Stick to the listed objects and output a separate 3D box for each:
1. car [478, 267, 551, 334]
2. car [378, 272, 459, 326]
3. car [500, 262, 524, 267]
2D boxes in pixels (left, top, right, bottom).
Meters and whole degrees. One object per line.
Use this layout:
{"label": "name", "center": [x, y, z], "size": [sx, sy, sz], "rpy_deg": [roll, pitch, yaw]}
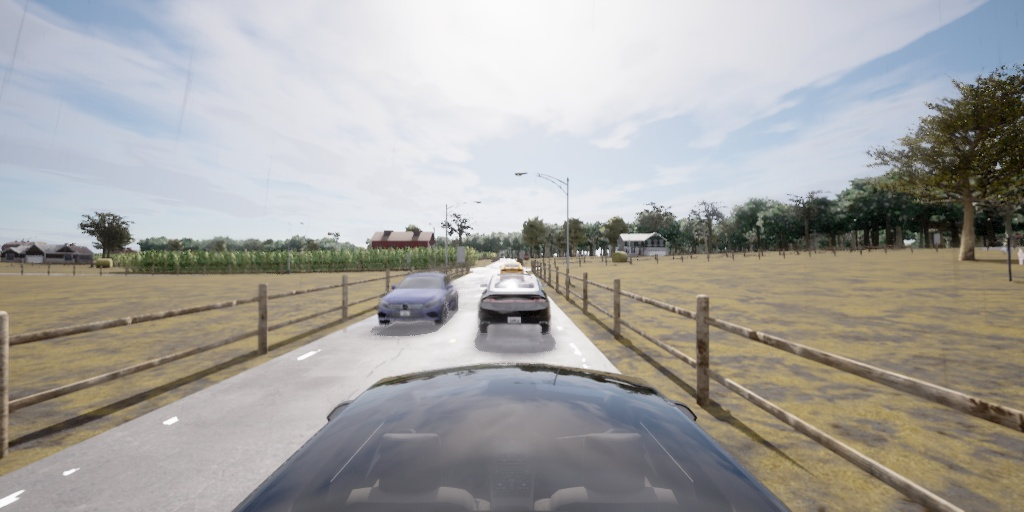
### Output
{"label": "car", "center": [0.062, 1.263, 10.712], "size": [2.128, 1.511, 4.902], "rpy_deg": [0, 0, 0]}
{"label": "car", "center": [-2.888, 1.299, 11.993], "size": [1.812, 1.442, 4.674], "rpy_deg": [0, 0, 0]}
{"label": "car", "center": [-0.007, 1.262, 29.410], "size": [1.882, 1.535, 5.008], "rpy_deg": [0, 0, 0]}
